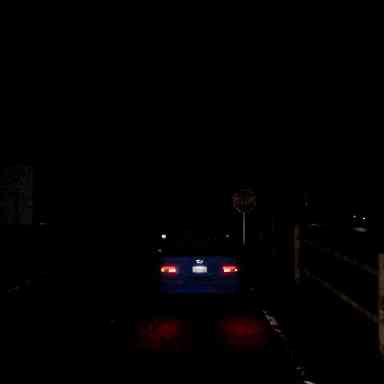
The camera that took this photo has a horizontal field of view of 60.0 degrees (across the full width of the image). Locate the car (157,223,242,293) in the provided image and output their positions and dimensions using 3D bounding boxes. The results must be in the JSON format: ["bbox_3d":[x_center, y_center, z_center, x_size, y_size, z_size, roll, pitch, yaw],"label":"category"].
[{"bbox_3d":[0.109,1.549,8.970,2.033,1.411,5.357,0,0,-1],"label":"car"}]

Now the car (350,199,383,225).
[{"bbox_3d":[14.806,1.507,24.593,5.566,2.045,2.150,1,-1,1],"label":"car"}]
